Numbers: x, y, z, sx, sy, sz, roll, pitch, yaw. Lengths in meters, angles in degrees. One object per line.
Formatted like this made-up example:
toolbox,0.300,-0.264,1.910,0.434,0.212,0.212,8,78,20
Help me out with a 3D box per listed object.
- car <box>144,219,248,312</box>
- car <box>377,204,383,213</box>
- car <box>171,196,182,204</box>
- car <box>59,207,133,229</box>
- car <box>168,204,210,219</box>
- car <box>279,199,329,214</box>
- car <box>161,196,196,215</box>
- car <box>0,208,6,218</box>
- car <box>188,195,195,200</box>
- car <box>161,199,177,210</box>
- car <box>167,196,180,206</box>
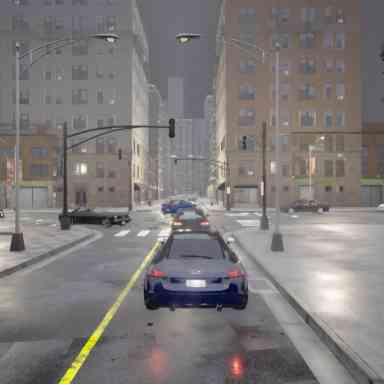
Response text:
car,0.084,1.564,7.807,1.994,1.385,4.181,0,0,0
car,21.172,1.436,33.377,4.674,1.442,1.812,0,0,0
car,-3.060,1.588,67.563,2.033,1.411,5.357,0,0,0
car,-6.241,1.615,21.635,4.718,1.301,1.895,0,0,24
car,-0.085,1.525,16.551,1.812,1.442,4.674,0,0,-1
car,11.161,1.450,33.319,4.892,1.490,1.837,0,0,0
car,-1.160,1.481,32.887,1.882,1.535,5.008,1,1,26
car,-17.486,1.552,26.442,4.902,1.511,2.128,0,0,0
car,-0.104,1.485,86.349,1.895,1.301,4.718,0,0,0
car,-3.072,1.617,44.848,1.895,1.301,4.718,0,0,0
car,-3.098,1.505,55.139,1.882,1.535,5.008,0,0,0
